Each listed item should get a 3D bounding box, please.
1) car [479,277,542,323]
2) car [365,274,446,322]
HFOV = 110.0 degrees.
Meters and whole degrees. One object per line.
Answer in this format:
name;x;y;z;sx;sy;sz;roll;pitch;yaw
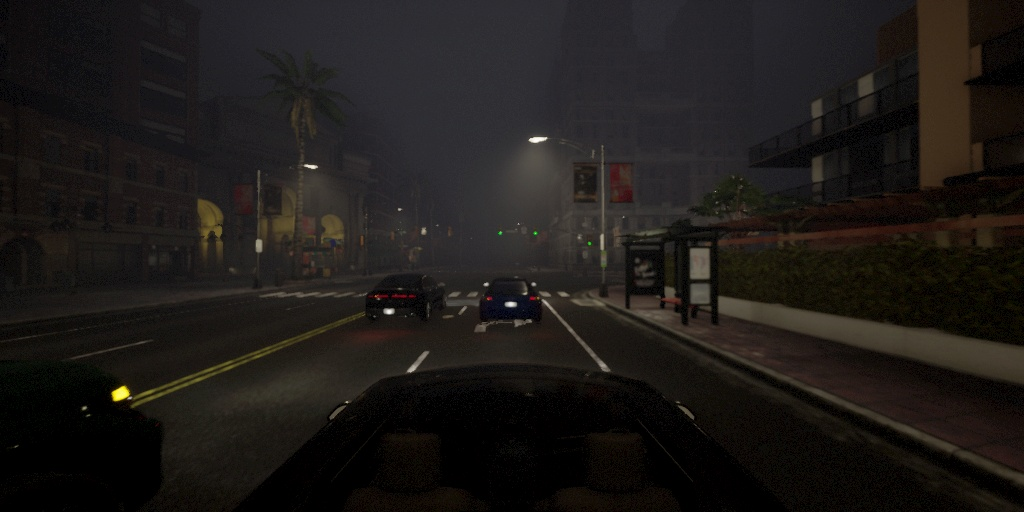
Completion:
car;-0.059;1.416;12.571;1.994;1.385;4.181;0;-1;-1
car;-3.565;1.361;12.727;1.837;1.490;4.892;0;0;-1
